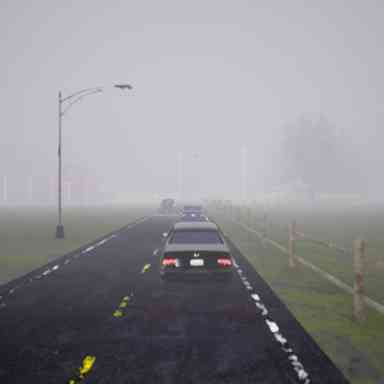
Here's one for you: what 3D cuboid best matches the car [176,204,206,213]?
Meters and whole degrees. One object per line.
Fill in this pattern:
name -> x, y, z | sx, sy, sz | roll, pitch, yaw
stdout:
car -> 0.070, 1.669, 25.583 | 2.033, 1.411, 5.357 | 0, 0, 0

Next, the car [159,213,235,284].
car -> 0.091, 1.588, 9.748 | 2.033, 1.411, 5.357 | 0, 0, 0

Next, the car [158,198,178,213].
car -> -2.798, 1.558, 39.739 | 2.097, 1.767, 4.553 | 0, 0, 0
